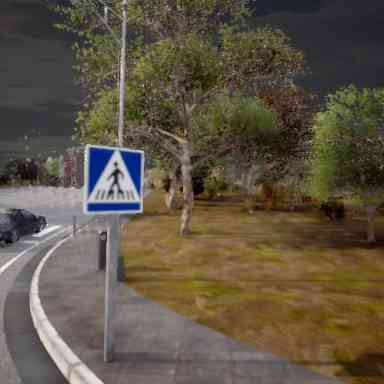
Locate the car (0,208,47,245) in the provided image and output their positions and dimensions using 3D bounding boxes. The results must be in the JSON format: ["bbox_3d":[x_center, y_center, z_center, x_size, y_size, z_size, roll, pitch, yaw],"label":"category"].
[{"bbox_3d":[-8.586,1.478,15.545,2.033,1.411,5.357,2,2,-4],"label":"car"}]
